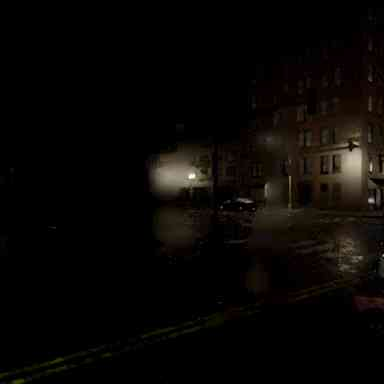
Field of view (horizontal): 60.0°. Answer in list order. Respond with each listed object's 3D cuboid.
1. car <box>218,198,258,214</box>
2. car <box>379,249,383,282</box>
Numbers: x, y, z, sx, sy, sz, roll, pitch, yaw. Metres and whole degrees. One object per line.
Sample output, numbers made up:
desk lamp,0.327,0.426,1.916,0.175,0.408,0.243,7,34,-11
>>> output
car,4.528,1.393,33.828,2.128,1.511,4.902,1,0,-36
car,6.278,1.495,8.145,4.674,1.442,1.812,-1,1,-39
